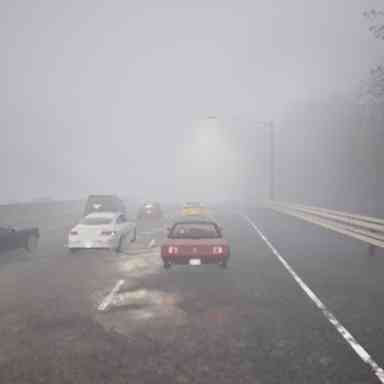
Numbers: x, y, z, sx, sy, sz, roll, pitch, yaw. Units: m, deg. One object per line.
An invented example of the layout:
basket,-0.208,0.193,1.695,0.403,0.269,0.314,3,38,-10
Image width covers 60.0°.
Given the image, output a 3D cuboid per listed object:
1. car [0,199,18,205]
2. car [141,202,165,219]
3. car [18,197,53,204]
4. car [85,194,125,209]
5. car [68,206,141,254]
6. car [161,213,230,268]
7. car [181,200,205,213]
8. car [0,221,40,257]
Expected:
car,-21.082,1.499,38.224,1.812,1.442,4.674,0,0,0
car,-3.402,1.540,28.367,1.994,1.385,4.181,0,0,0
car,-17.582,1.326,38.387,2.097,1.767,4.553,0,0,0
car,-6.900,1.199,26.808,2.150,2.045,5.566,0,0,0
car,-3.403,1.512,13.245,1.812,1.442,4.674,0,0,0
car,0.094,1.589,11.163,1.895,1.301,4.718,0,0,0
car,0.100,1.454,29.319,1.882,1.535,5.008,0,0,0
car,-6.906,1.589,10.994,1.895,1.301,4.718,0,0,0
